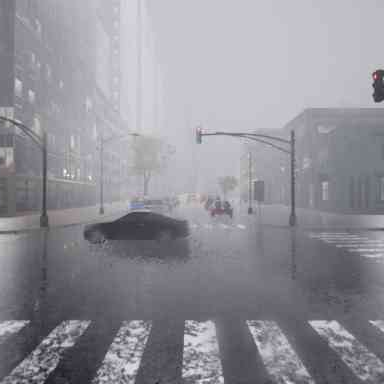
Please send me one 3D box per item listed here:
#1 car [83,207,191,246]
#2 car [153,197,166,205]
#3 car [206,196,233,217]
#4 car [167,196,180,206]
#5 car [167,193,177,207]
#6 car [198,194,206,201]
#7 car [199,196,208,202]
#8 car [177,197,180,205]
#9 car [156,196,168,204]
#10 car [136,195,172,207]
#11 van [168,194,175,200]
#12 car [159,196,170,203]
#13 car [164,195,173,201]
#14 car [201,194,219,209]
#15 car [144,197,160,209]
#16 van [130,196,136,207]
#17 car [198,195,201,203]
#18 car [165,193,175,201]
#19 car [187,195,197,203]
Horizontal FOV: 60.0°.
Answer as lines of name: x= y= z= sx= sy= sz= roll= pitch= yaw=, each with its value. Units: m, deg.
car: x=-2.401 y=1.528 z=14.804 sx=4.674 sy=1.442 sz=1.812 roll=0 pitch=0 yaw=1
car: x=-5.728 y=1.587 z=59.335 sx=1.802 sy=1.307 sz=4.206 roll=1 pitch=0 yaw=0
car: x=2.679 y=1.444 z=31.011 sx=1.967 sy=1.590 sz=4.097 roll=1 pitch=0 yaw=0
car: x=-3.106 y=1.483 z=57.654 sx=1.882 sy=1.535 sz=5.008 roll=0 pitch=0 yaw=1
car: x=-3.130 y=1.356 z=37.422 sx=2.097 sy=1.767 sz=4.553 roll=0 pitch=0 yaw=0
car: x=2.630 y=1.446 z=87.750 sx=1.967 sy=1.590 sz=4.097 roll=1 pitch=0 yaw=0
car: x=2.638 y=1.572 z=76.403 sx=1.947 sy=1.339 sz=4.313 roll=1 pitch=0 yaw=0
car: x=-3.130 y=1.496 z=46.926 sx=2.128 sy=1.511 sz=4.902 roll=0 pitch=0 yaw=0
car: x=-5.733 y=1.572 z=65.009 sx=1.947 sy=1.339 sz=4.313 roll=1 pitch=0 yaw=0
car: x=-3.124 y=1.356 z=28.127 sx=2.097 sy=1.767 sz=4.553 roll=0 pitch=0 yaw=0
van: x=-5.753 y=1.347 z=93.379 sx=1.690 sy=1.788 sz=3.998 roll=1 pitch=0 yaw=0
car: x=-5.737 y=1.572 z=70.683 sx=1.947 sy=1.339 sz=4.313 roll=1 pitch=0 yaw=0
car: x=-5.747 y=1.557 z=82.031 sx=2.008 sy=1.369 sz=4.403 roll=1 pitch=0 yaw=0
car: x=2.671 y=1.320 z=42.359 sx=2.192 sy=1.841 sz=5.009 roll=1 pitch=0 yaw=0
car: x=-5.717 y=1.530 z=47.817 sx=1.752 sy=1.417 sz=4.829 roll=1 pitch=0 yaw=0
van: x=-5.704 y=1.346 z=36.639 sx=1.690 sy=1.788 sz=3.998 roll=1 pitch=0 yaw=0
car: x=2.652 y=1.321 z=65.055 sx=2.192 sy=1.841 sz=5.009 roll=1 pitch=0 yaw=0
car: x=-5.747 y=1.321 z=87.705 sx=2.192 sy=1.841 sz=5.009 roll=1 pitch=0 yaw=0
car: x=0.041 y=1.358 z=69.588 sx=2.097 sy=1.767 sz=4.553 roll=0 pitch=0 yaw=0
